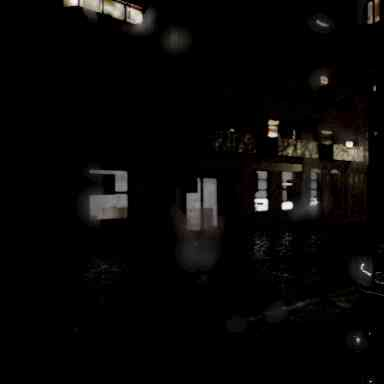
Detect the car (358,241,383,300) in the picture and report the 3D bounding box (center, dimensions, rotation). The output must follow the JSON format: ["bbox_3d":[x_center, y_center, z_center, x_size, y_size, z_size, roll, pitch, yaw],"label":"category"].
[{"bbox_3d":[5.606,1.506,7.367,4.892,1.490,1.837,0,0,-35],"label":"car"}]
